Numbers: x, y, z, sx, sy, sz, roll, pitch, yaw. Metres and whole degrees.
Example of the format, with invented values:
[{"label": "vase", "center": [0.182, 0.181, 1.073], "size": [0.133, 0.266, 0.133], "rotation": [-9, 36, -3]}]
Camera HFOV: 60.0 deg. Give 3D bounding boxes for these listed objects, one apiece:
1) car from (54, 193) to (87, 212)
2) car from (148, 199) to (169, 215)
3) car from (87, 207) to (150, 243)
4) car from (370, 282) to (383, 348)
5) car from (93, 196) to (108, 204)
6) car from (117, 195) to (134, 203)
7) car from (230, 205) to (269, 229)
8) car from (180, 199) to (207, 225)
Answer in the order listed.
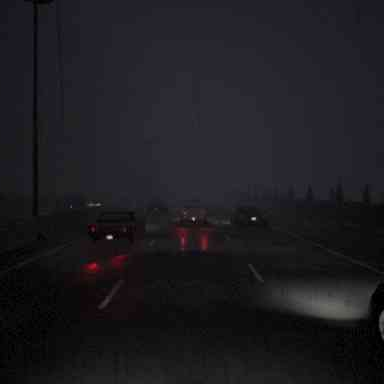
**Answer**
[{"label": "car", "center": [-14.089, 1.182, 38.841], "size": [2.150, 2.045, 5.566], "rotation": [0, 0, 0]}, {"label": "car", "center": [-3.407, 1.440, 34.107], "size": [1.882, 1.535, 5.008], "rotation": [0, 0, 0]}, {"label": "car", "center": [-3.404, 1.573, 15.976], "size": [1.895, 1.301, 4.718], "rotation": [0, 0, 0]}, {"label": "car", "center": [3.599, 1.497, 3.071], "size": [1.837, 1.490, 4.892], "rotation": [0, 0, 0]}, {"label": "car", "center": [-17.514, 1.486, 63.617], "size": [2.128, 1.511, 4.902], "rotation": [0, 0, 0]}, {"label": "car", "center": [-10.537, 1.308, 52.858], "size": [2.097, 1.767, 4.553], "rotation": [0, 0, 0]}, {"label": "car", "center": [3.596, 1.532, 21.361], "size": [1.994, 1.385, 4.181], "rotation": [0, 0, 0]}, {"label": "car", "center": [0.097, 1.492, 23.765], "size": [1.812, 1.442, 4.674], "rotation": [0, 0, 0]}]
